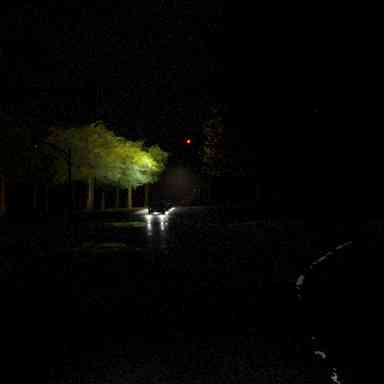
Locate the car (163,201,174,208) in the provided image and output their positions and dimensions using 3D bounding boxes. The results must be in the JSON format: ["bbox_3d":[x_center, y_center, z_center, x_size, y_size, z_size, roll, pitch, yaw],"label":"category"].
[{"bbox_3d":[-4.779,2.565,68.247,1.895,1.301,4.718,0,-2,-1],"label":"car"}]

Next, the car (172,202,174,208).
[{"bbox_3d":[-4.607,2.073,58.017,2.097,1.767,4.553,0,-1,-1],"label":"car"}]

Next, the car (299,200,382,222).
[{"bbox_3d":[9.393,1.184,21.459,4.718,1.301,1.895,-2,-1,14],"label":"car"}]

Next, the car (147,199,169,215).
[{"bbox_3d":[-4.196,1.902,40.092,1.837,1.490,4.892,0,-1,-1],"label":"car"}]

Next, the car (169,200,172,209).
[{"bbox_3d":[-4.405,2.079,49.085,1.812,1.442,4.674,0,-1,-1],"label":"car"}]

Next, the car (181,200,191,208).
[{"bbox_3d":[-1.252,2.520,71.074,1.882,1.535,5.008,0,-2,-1],"label":"car"}]
